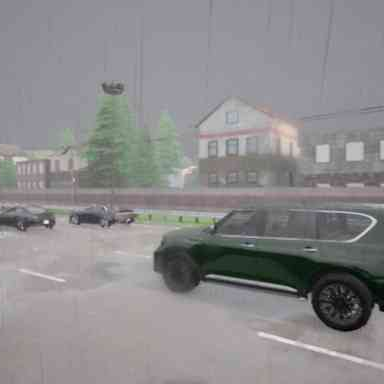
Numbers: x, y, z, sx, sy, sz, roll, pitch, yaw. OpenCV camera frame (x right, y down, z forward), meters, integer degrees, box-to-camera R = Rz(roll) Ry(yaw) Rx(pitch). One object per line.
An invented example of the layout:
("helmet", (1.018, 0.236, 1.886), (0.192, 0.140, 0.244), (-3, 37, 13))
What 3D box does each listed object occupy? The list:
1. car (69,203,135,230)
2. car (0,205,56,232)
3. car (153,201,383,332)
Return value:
("car", (-5.725, 1.452, 20.977), (4.902, 1.511, 2.128), (0, 0, 36))
("car", (-9.901, 1.480, 19.639), (4.674, 1.442, 1.812), (0, 0, 35))
("car", (1.730, 1.216, 7.058), (5.566, 2.045, 2.150), (0, 0, 36))
